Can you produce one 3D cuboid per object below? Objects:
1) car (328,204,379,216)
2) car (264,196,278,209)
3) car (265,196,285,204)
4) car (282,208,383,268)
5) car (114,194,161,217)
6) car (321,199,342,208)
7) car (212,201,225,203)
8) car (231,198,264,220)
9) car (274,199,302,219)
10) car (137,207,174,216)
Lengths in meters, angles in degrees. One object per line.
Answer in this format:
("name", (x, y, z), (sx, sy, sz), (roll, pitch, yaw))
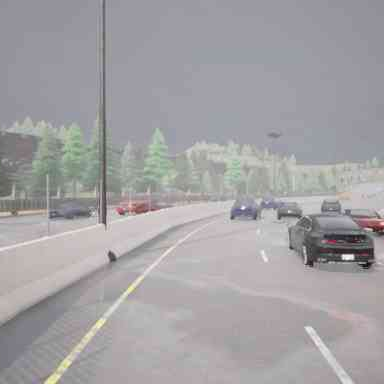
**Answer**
("car", (9.296, 1.594, 18.754), (1.895, 1.301, 4.718), (0, 0, 12))
("car", (10.035, 1.337, 41.783), (2.097, 1.767, 4.553), (0, 0, 28))
("car", (16.325, 1.472, 65.038), (2.128, 1.511, 4.902), (0, 0, 37))
("car", (4.495, 1.501, 11.348), (1.837, 1.490, 4.892), (0, 0, 7))
("car", (-5.178, 1.212, 32.525), (2.150, 2.045, 5.566), (0, 0, 19))
("car", (14.642, 1.479, 34.890), (2.128, 1.511, 4.902), (0, 0, 23))
("car", (4.459, 1.483, 60.343), (1.837, 1.490, 4.892), (0, 0, 34))
("car", (4.686, 1.342, 28.397), (2.097, 1.767, 4.553), (0, 0, 17))
("car", (8.538, 1.554, 28.806), (1.994, 1.385, 4.181), (0, 0, 18))
("car", (-2.905, 1.591, 28.157), (1.895, 1.301, 4.718), (0, 0, 17))
